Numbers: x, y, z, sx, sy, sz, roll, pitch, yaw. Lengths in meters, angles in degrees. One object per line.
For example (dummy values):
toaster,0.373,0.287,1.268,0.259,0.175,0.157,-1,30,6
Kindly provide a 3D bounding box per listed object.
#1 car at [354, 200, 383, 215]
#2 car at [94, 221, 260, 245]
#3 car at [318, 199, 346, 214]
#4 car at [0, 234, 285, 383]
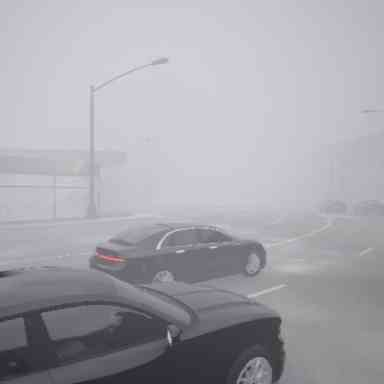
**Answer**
car,17.990,1.526,33.735,1.812,1.442,4.674,0,0,10
car,-0.106,1.504,8.411,4.892,1.490,1.837,0,0,-40
car,14.620,1.491,34.834,2.128,1.511,4.902,0,0,9
car,-1.246,1.477,3.053,5.008,1.535,1.882,0,0,-35
